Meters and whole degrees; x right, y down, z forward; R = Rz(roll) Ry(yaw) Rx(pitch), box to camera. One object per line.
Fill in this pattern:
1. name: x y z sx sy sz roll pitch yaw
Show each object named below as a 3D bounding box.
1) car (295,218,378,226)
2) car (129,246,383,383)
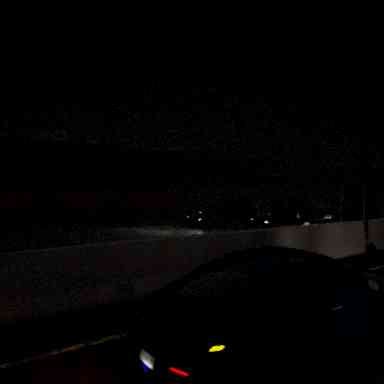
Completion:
1. car: 8.078 1.258 18.343 5.566 2.045 2.150 1 0 -35
2. car: 1.410 1.533 4.749 4.674 1.442 1.812 0 0 -35
